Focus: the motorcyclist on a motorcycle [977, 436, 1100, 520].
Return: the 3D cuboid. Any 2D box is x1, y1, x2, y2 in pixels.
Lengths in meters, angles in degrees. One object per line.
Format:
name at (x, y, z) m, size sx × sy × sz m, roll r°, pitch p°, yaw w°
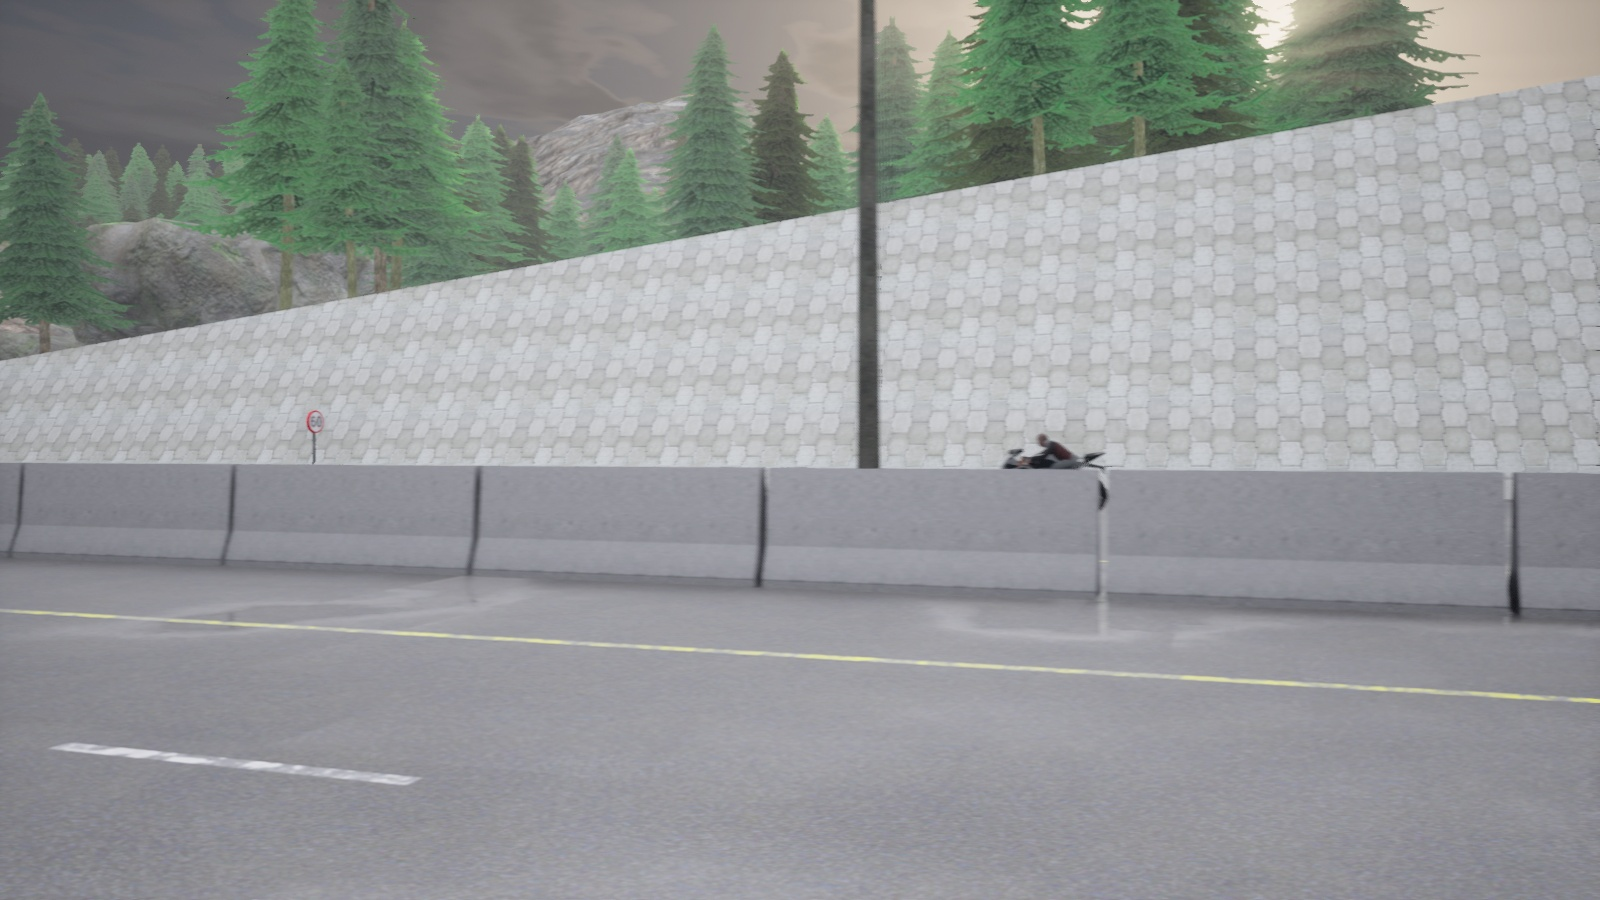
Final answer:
motorcyclist on a motorcycle at (4.532, 0.497, 23.824) m, size 2.191 × 1.530 × 0.866 m, roll 1°, pitch 1°, yaw 19°
